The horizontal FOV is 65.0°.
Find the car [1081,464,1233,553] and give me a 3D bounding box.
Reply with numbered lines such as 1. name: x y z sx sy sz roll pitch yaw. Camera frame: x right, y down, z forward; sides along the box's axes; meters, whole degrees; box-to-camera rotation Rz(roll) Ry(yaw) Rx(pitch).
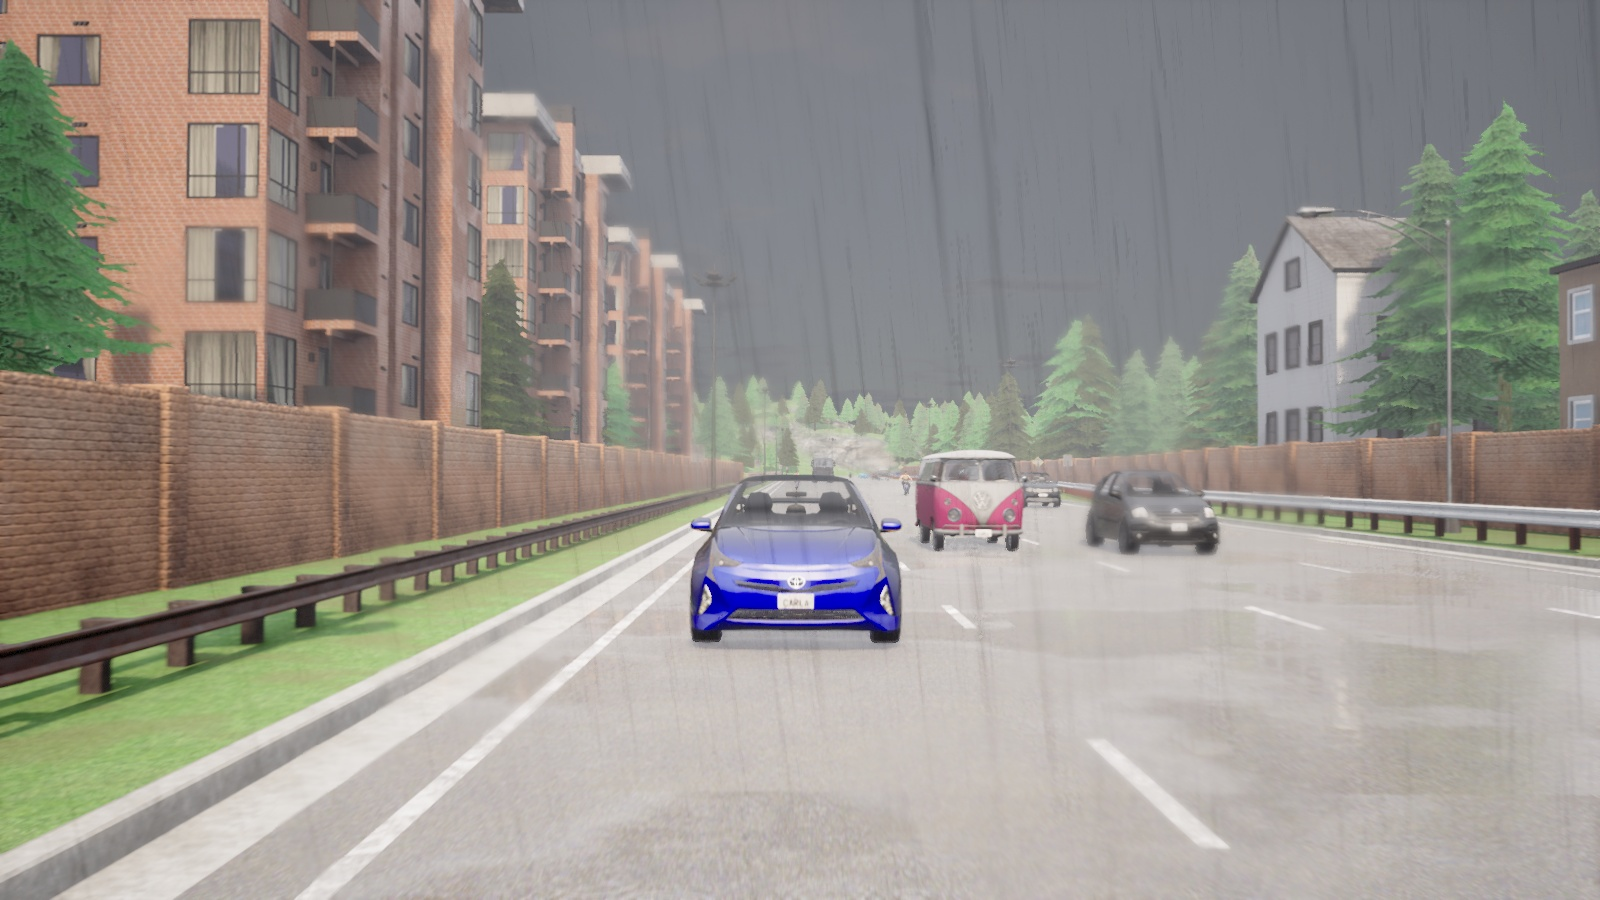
1. car: 6.939 1.101 24.851 1.851 1.617 3.988 0 -1 0

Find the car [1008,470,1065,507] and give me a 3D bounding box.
1. car: 10.366 1.675 55.170 1.789 1.549 3.705 0 -1 0

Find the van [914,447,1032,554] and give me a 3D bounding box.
1. van: 3.437 0.984 25.711 1.775 1.987 4.442 0 -1 0

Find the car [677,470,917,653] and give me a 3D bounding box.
1. car: -0.031 0.976 12.804 2.007 1.525 4.514 0 -1 0
